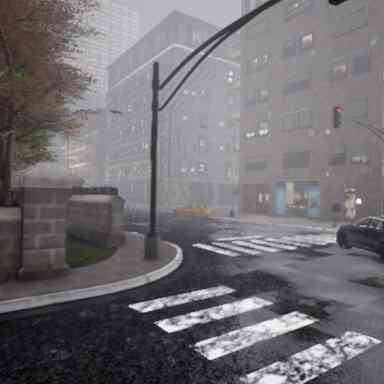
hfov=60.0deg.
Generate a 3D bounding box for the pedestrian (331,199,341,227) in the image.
[{"bbox_3d":[9.264,1.338,21.528,0.375,1.860,0.375,2,-1,-35],"label":"pedestrian"}]

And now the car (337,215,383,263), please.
[{"bbox_3d":[6.986,1.572,11.918,2.128,1.511,4.902,1,0,-1],"label":"car"}]

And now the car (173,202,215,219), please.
[{"bbox_3d":[0.059,1.589,29.643,1.752,1.417,4.829,2,-1,-35],"label":"car"}]

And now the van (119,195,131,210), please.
[{"bbox_3d":[-9.295,1.321,43.169,1.690,1.788,3.998,2,-1,-35],"label":"van"}]
